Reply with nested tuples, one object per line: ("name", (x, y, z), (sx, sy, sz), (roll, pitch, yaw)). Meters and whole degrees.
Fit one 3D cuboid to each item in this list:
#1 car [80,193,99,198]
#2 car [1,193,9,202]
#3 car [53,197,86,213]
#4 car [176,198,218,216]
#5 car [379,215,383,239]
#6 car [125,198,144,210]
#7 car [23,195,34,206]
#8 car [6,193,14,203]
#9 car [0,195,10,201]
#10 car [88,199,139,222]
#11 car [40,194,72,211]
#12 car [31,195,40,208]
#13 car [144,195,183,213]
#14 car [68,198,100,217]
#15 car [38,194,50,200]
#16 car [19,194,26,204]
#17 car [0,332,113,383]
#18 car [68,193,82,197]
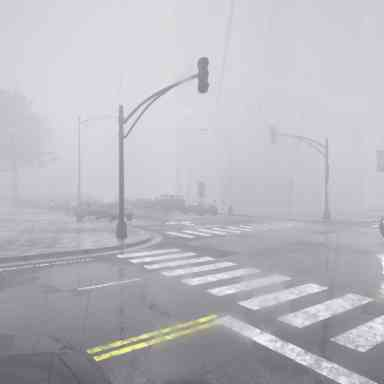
("car", (-15.963, 1.365, 53.544), (1.887, 1.381, 4.507), (0, 0, -36))
("car", (-36.180, 1.141, 66.701), (2.192, 1.841, 5.009), (0, 0, -36))
("car", (-12.838, 1.491, 34.865), (1.802, 1.307, 4.206), (0, 0, -36))
("car", (0.708, 1.482, 30.807), (1.802, 1.307, 4.206), (0, 0, -36))
("car", (10.956, 1.201, 15.428), (5.566, 2.045, 2.150), (0, 0, -35))
("car", (-5.961, 1.429, 39.902), (1.947, 1.339, 4.313), (0, 0, -36))
("car", (-22.740, 1.392, 48.371), (1.752, 1.417, 4.829), (0, 0, -36))
("car", (-32.845, 1.380, 62.153), (1.887, 1.381, 4.507), (0, 0, -36))
("car", (-42.847, 1.391, 75.797), (1.802, 1.307, 4.206), (0, 0, -36))
("car", (-6.169, 1.512, 25.768), (1.947, 1.339, 4.313), (0, 0, -36))
("car", (-16.172, 1.333, 39.412), (1.967, 1.590, 4.097), (0, 0, -36))
("car", (-19.507, 1.461, 43.961), (1.802, 1.307, 4.206), (0, 0, -36))
("car", (-2.627, 1.196, 35.354), (2.192, 1.841, 5.009), (0, 0, -36))
("car", (-9.504, 1.492, 30.317), (1.947, 1.339, 4.313), (0, 0, -36))
("car", (-36.067, 1.289, 80.967), (1.752, 1.417, 4.829), (0, 0, -36))
("car", (-26.176, 1.421, 53.057), (1.947, 1.339, 4.313), (0, 0, -36))
("car", (-2.723, 1.505, 1.487), (4.892, 1.490, 1.837), (0, 0, -37))
("car", (-19.297, 1.125, 58.091), (2.192, 1.841, 5.009), (0, 0, -36))
